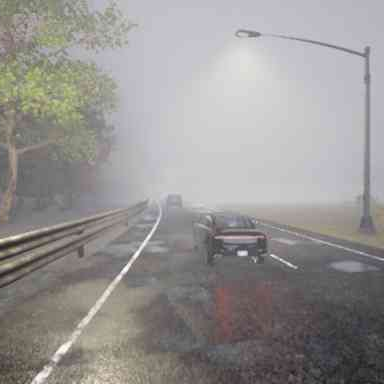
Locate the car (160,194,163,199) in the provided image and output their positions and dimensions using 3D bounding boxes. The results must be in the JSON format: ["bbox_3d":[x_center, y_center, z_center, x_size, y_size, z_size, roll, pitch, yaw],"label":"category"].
[{"bbox_3d":[-5.442,1.693,72.408,1.895,1.301,4.718,0,0,-6],"label":"car"}]

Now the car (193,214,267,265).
[{"bbox_3d":[1.164,1.519,11.792,2.128,1.511,4.902,0,0,-6],"label":"car"}]

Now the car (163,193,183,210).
[{"bbox_3d":[-2.524,1.301,45.625,2.150,2.045,5.566,0,0,-6],"label":"car"}]
